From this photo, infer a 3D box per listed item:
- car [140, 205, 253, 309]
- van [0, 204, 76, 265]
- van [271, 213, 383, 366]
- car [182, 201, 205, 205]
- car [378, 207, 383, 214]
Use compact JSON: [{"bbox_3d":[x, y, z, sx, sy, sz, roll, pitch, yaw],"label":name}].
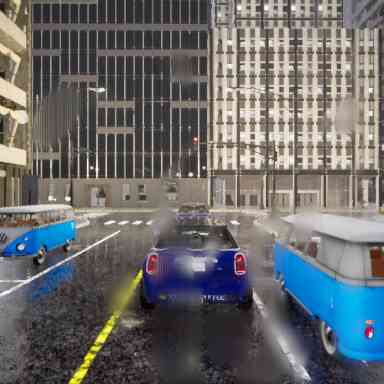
[{"bbox_3d":[0.083,1.354,8.031,2.097,1.767,4.553,0,0,0],"label":"car"},{"bbox_3d":[-5.335,1.345,11.325,1.690,1.788,3.998,0,0,0],"label":"van"},{"bbox_3d":[2.558,1.343,5.658,1.690,1.788,3.998,0,0,0],"label":"van"},{"bbox_3d":[0.085,1.359,18.057,2.097,1.767,4.553,0,0,0],"label":"car"},{"bbox_3d":[18.980,1.490,29.080,4.829,1.417,1.752,0,0,0],"label":"car"}]
